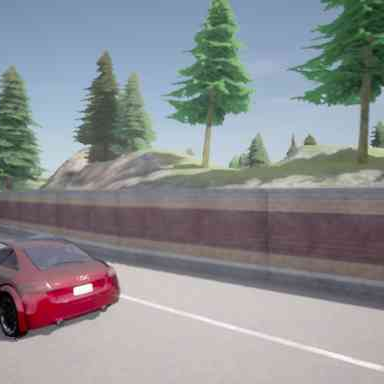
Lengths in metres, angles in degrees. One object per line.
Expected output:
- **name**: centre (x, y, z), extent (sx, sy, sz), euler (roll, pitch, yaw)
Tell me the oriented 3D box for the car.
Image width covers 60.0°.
- **car**: centre (-3.371, 1.591, 6.773), extent (4.181, 1.385, 1.994), euler (0, 0, 39)
